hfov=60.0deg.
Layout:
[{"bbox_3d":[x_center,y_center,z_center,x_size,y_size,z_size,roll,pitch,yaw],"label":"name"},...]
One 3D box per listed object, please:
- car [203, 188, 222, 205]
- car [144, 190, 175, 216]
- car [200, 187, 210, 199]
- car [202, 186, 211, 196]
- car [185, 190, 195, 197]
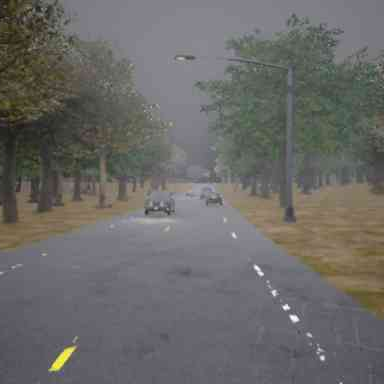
[{"bbox_3d":[2.840,0.755,43.286,2.097,1.767,4.553,0,1,3],"label":"car"},{"bbox_3d":[-2.719,0.893,29.194,2.150,2.045,5.566,0,1,3],"label":"car"},{"bbox_3d":[2.516,0.405,60.739,2.097,1.767,4.553,0,1,3],"label":"car"},{"bbox_3d":[3.346,-0.257,77.137,2.150,2.045,5.566,0,2,3],"label":"car"},{"bbox_3d":[-0.463,0.283,70.801,1.882,1.535,5.008,0,1,3],"label":"car"}]
